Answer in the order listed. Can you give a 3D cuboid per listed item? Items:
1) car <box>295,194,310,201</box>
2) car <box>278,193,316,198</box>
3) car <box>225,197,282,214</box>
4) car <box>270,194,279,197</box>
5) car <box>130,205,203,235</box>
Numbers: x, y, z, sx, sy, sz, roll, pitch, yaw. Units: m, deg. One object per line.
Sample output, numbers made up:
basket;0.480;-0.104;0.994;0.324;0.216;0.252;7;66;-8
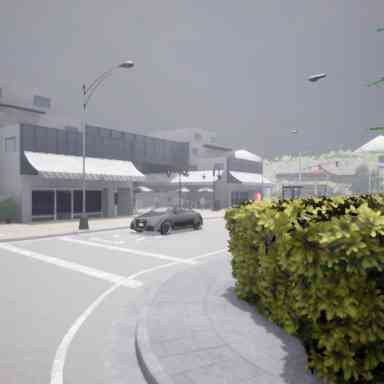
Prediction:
car;25.939;1.305;77.884;2.007;1.523;4.514;0;0;37
car;10.732;1.172;32.978;2.097;1.767;4.553;0;0;38
car;4.505;1.368;24.917;2.033;1.411;5.357;0;0;38
car;18.745;1.239;74.513;1.970;1.475;3.806;0;0;37
car;-1.223;1.384;17.485;1.994;1.385;4.181;0;0;38
